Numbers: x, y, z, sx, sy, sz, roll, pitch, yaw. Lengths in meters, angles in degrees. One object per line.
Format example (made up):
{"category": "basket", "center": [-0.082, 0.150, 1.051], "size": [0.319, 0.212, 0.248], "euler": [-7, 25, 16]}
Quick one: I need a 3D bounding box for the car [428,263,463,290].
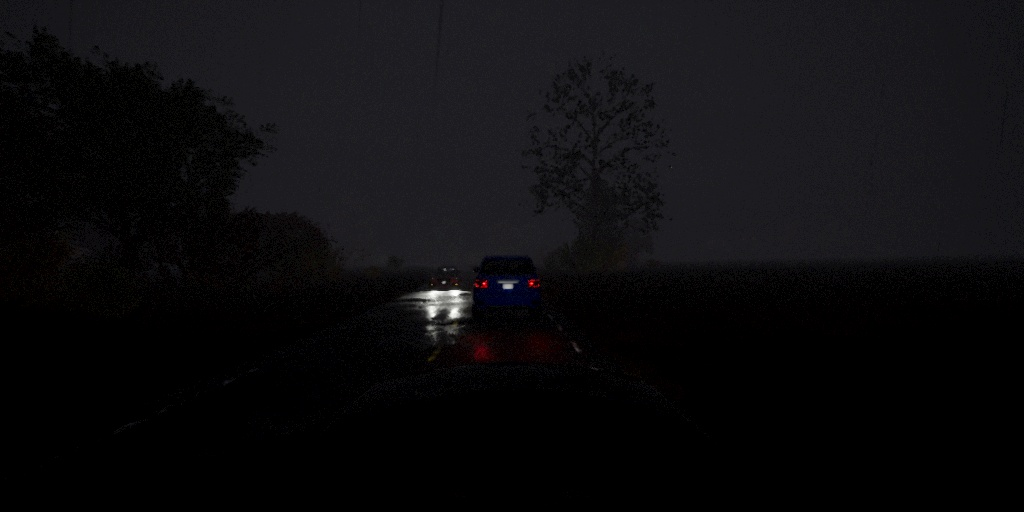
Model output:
{"category": "car", "center": [-4.164, 1.361, 23.041], "size": [1.994, 1.385, 4.181], "euler": [0, 0, -5]}

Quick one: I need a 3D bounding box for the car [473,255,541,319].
{"category": "car", "center": [-0.244, 0.989, 13.145], "size": [2.150, 2.045, 5.566], "euler": [0, 0, -3]}

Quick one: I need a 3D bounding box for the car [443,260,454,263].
{"category": "car", "center": [-11.413, 1.501, 64.029], "size": [1.812, 1.442, 4.674], "euler": [0, 0, -14]}
